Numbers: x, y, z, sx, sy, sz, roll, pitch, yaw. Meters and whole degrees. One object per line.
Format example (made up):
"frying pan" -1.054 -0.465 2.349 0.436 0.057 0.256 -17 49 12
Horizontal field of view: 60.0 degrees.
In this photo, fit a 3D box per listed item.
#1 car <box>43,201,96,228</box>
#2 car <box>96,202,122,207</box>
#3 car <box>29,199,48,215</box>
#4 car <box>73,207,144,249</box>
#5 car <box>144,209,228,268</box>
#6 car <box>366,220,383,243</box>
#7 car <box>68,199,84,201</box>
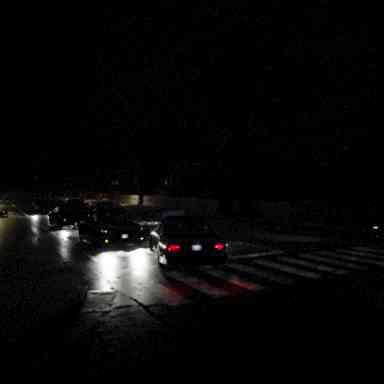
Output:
"car" -8.398 1.565 22.508 2.033 1.411 5.357 0 0 -31
"car" -6.276 1.520 25.288 1.882 1.535 5.008 0 0 -31
"car" -15.518 1.489 34.315 1.812 1.442 4.674 0 1 -31
"car" -3.622 1.546 14.604 1.994 1.385 4.181 0 -1 -31
"car" -0.342 1.512 11.110 2.033 1.411 5.357 0 0 -11
"car" 9.950 1.509 13.720 4.902 1.511 2.128 0 0 31
"car" -12.146 1.499 35.018 1.837 1.490 4.892 0 0 -31
